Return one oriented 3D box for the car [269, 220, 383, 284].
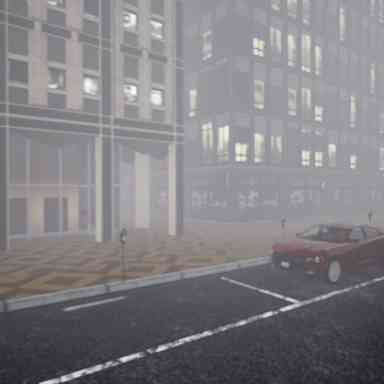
[{"bbox_3d":[4.132,1.535,9.512,4.507,1.381,1.887,0,0,-35],"label":"car"}]
